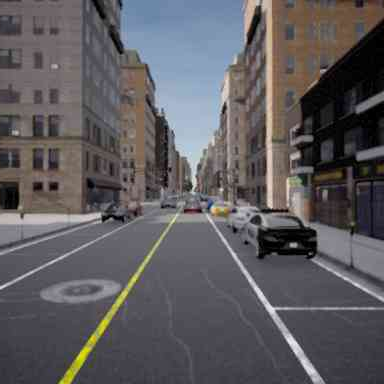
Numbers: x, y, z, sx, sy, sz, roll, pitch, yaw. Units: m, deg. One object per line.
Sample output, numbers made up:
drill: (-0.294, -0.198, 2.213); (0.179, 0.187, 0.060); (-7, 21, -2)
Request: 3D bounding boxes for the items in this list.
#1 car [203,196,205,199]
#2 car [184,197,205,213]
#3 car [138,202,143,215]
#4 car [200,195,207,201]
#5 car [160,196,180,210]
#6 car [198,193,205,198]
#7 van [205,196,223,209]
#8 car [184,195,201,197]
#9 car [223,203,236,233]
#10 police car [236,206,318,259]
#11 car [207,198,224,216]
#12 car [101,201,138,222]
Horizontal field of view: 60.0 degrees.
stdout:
car: (2.688, 1.564, 43.515); (1.752, 1.417, 4.829); (1, 0, 0)
car: (0.085, 1.598, 37.411); (1.994, 1.385, 4.181); (0, 0, 0)
car: (-5.841, 1.575, 32.003); (1.887, 1.381, 4.507); (1, 0, 0)
car: (3.157, 1.621, 92.069); (2.008, 1.369, 4.403); (1, 0, 1)
car: (-3.047, 1.604, 44.075); (1.994, 1.385, 4.181); (0, 0, 0)
car: (3.013, 1.630, 81.008); (1.947, 1.339, 4.313); (1, 0, 1)
van: (2.689, 1.375, 37.671); (1.690, 1.788, 3.998); (1, 0, 0)
car: (0.050, 1.568, 48.691); (1.812, 1.442, 4.674); (0, 0, 0)
car: (3.155, 1.545, 19.741); (1.812, 1.442, 4.674); (0, 0, 0)
police car: (3.138, 1.437, 12.851); (1.930, 1.638, 5.238); (0, 0, 0)
car: (2.685, 1.555, 32.168); (1.752, 1.417, 4.829); (1, 0, 0)
car: (-5.843, 1.591, 26.331); (1.947, 1.339, 4.313); (1, 0, 0)
